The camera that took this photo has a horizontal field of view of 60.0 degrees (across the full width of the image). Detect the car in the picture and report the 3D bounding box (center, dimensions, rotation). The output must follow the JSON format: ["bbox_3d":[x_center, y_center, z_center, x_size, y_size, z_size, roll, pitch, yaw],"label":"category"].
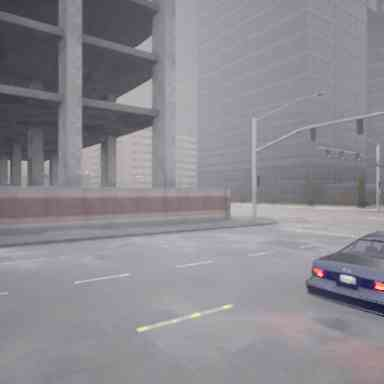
[{"bbox_3d":[4.732,1.549,7.165,5.357,1.411,2.033,0,0,-35],"label":"car"}]
